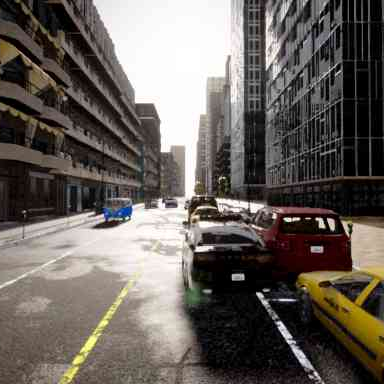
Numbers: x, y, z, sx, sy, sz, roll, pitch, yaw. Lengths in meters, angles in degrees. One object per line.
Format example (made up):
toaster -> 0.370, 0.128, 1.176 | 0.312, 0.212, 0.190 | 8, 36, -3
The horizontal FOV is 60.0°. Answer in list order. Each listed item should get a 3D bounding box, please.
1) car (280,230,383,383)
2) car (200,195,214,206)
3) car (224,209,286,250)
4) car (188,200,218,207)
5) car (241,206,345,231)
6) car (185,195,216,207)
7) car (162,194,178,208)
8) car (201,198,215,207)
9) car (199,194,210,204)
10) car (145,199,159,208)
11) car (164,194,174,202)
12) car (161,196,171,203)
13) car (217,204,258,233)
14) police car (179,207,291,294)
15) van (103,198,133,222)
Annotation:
car -> 2.693, 1.527, 4.193 | 1.752, 1.417, 4.829 | 1, 0, 0
car -> 2.569, 1.412, 59.251 | 2.192, 1.841, 5.009 | 1, 0, 0
car -> 2.668, 1.574, 15.067 | 1.947, 1.339, 4.313 | 1, 0, 0
car -> 0.810, 1.468, 19.086 | 1.801, 1.575, 5.366 | 0, 0, 0
car -> 2.684, 1.320, 9.545 | 2.192, 1.841, 5.009 | 1, 0, 0
car -> 0.771, 1.241, 24.948 | 2.150, 2.045, 5.566 | 0, 0, -1
car -> -3.115, 1.549, 50.587 | 1.882, 1.535, 5.008 | 0, 0, 0
car -> 2.579, 1.647, 53.727 | 1.947, 1.339, 4.313 | 1, 0, 0
car -> 2.544, 1.447, 70.297 | 2.192, 1.841, 5.009 | 1, 0, 0
car -> -5.789, 1.647, 48.186 | 1.802, 1.307, 4.206 | 1, 0, 0
car -> -5.875, 1.514, 86.847 | 2.192, 1.841, 5.009 | 1, 0, 0
car -> -5.852, 1.697, 75.800 | 1.887, 1.381, 4.507 | 1, 0, 0
car -> 2.655, 1.558, 20.591 | 1.887, 1.381, 4.507 | 1, 0, 0
police car -> 0.718, 1.429, 8.957 | 1.930, 1.638, 5.238 | 0, 0, -4
van -> -5.734, 1.362, 26.096 | 1.690, 1.788, 3.998 | 1, 0, 0
